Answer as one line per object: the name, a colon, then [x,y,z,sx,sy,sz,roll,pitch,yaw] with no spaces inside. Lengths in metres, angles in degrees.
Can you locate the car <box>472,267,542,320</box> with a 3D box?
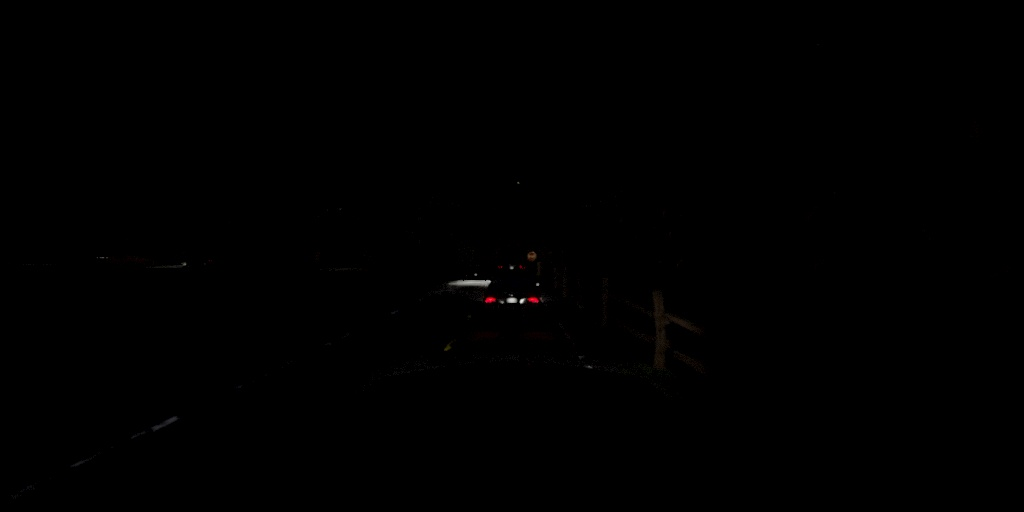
car: [0.009,1.284,12.492,2.033,1.411,5.357,0,0,0]

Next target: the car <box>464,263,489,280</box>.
car: [-2.833,1.279,30.217,1.994,1.385,4.181,0,0,1]

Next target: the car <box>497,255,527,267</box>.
car: [-0.003,0.938,28.235,2.150,2.045,5.566,0,0,0]

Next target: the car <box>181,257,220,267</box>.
car: [-41.759,0.750,48.113,4.181,1.385,1.994,1,0,1]

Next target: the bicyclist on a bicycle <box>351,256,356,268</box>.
bicyclist on a bicycle: [-22.528,0.870,51.068,0.582,1.620,1.656,1,0,1]
